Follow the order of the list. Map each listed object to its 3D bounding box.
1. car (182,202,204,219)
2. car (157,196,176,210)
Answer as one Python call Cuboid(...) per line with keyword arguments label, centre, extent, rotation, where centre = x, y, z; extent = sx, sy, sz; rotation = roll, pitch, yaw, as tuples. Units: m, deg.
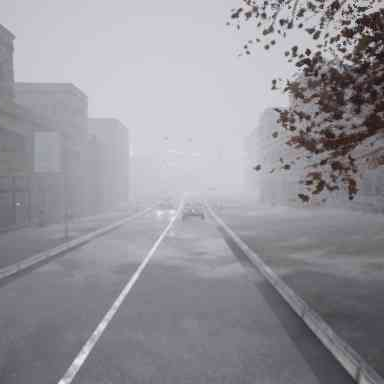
Cuboid(label="car", centre=(0.097, 1.532, 28.564), extent=(2.033, 1.411, 5.357), rotation=(0, 0, 0))
Cuboid(label="car", centre=(-3.093, 1.312, 40.935), extent=(1.837, 1.490, 4.892), rotation=(0, 2, 0))
